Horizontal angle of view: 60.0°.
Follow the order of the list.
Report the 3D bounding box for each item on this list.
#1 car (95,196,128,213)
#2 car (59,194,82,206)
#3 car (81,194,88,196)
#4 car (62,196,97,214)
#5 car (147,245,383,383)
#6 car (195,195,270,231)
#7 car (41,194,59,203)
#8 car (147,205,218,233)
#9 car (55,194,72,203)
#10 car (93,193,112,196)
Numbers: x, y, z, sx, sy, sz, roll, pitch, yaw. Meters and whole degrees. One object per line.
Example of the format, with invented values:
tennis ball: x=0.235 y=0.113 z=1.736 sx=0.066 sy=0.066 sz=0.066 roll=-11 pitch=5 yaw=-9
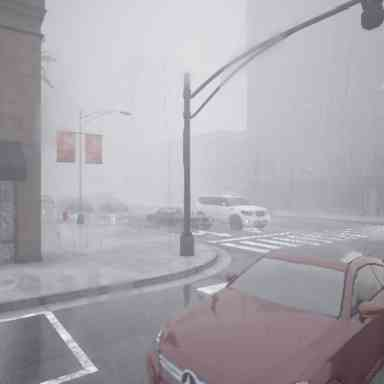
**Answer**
car: x=-8.600 y=1.474 z=36.195 sx=1.812 sy=1.442 sz=4.674 roll=0 pitch=0 yaw=-36
car: x=-18.722 y=1.487 z=50.392 sx=1.994 sy=1.385 sz=4.181 roll=0 pitch=0 yaw=-36
car: x=-21.522 y=1.244 z=65.473 sx=2.097 sy=1.767 sz=4.553 roll=0 pitch=0 yaw=-32
car: x=-11.942 y=1.456 z=35.257 sx=1.837 sy=1.490 sz=4.892 roll=0 pitch=0 yaw=-36
car: x=1.574 y=1.526 z=4.448 sx=1.812 sy=1.442 sz=4.674 roll=1 pitch=1 yaw=44
car: x=2.300 y=1.197 z=21.026 sx=2.150 sy=2.045 sz=5.566 roll=0 pitch=0 yaw=-36
car: x=-21.359 y=1.144 z=48.493 sx=1.837 sy=1.490 sz=4.892 roll=0 pitch=0 yaw=-36
car: x=-0.817 y=1.580 z=19.797 sx=1.895 sy=1.301 sz=4.718 roll=0 pitch=0 yaw=-36
car: x=-25.103 y=1.247 z=64.986 sx=2.097 sy=1.767 sz=4.553 roll=0 pitch=0 yaw=-36
car: x=-15.480 y=1.130 z=57.180 sx=2.150 sy=2.045 sz=5.566 roll=0 pitch=0 yaw=-36
